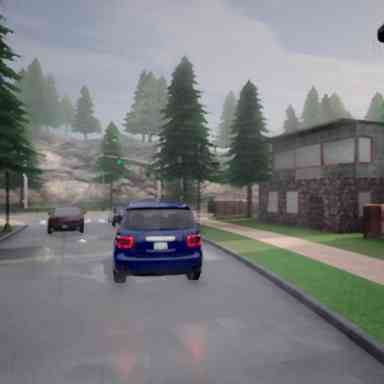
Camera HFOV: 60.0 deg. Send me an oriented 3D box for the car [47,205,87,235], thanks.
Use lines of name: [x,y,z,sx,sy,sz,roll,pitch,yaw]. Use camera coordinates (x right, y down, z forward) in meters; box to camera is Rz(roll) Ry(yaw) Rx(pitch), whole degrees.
car: [-7.319,1.550,19.619,1.882,1.535,5.008,0,0,-17]

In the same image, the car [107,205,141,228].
car: [-5.021,1.688,24.202,1.895,1.301,4.718,0,0,-18]

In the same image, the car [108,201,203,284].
car: [-1.144,1.260,9.930,2.150,2.045,5.566,0,0,-10]
